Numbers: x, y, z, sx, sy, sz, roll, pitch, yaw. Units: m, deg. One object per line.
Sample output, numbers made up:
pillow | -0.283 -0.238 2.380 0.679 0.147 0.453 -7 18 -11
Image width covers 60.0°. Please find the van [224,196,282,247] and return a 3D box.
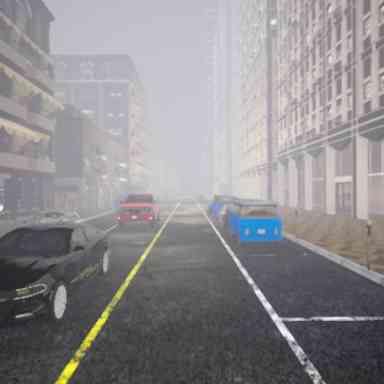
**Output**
van | 2.537 1.207 14.074 1.690 1.788 3.998 0 0 -1

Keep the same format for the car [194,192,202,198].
car | 1.591 0.716 93.147 1.967 1.590 4.097 0 0 -1

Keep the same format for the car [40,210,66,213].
car | -5.842 1.476 13.976 2.008 1.369 4.403 0 0 -1

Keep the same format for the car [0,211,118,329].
car | -3.172 1.439 7.269 1.882 1.535 5.008 0 0 -1

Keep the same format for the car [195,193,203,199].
car | 1.727 0.920 81.852 1.947 1.339 4.313 0 0 -1

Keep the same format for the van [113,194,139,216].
van | -6.046 1.132 30.918 1.690 1.788 3.998 0 0 -1

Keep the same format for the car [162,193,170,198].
car | -6.720 0.919 87.401 1.887 1.381 4.507 0 0 -1

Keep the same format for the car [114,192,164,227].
car | -3.331 1.066 21.835 2.150 2.045 5.566 0 0 0

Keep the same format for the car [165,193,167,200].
car | -6.449 1.085 64.808 2.008 1.369 4.403 0 0 -1

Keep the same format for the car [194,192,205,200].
car | 1.862 1.015 70.556 1.802 1.307 4.206 0 0 -1

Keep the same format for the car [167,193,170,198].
car | -6.583 0.979 75.934 1.752 1.417 4.829 0 0 -1

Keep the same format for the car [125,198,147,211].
car | -6.112 1.329 36.568 1.802 1.307 4.206 0 0 -1

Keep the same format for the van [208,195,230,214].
van | 2.402 1.117 25.370 1.690 1.788 3.998 0 0 -1

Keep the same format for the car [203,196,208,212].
car | 2.335 1.297 31.020 1.947 1.339 4.313 0 0 -1

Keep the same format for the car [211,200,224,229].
car | 2.471 1.371 19.724 2.008 1.369 4.403 0 0 -1

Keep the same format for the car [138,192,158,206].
car | -6.249 0.976 47.862 2.192 1.841 5.009 0 0 -1
